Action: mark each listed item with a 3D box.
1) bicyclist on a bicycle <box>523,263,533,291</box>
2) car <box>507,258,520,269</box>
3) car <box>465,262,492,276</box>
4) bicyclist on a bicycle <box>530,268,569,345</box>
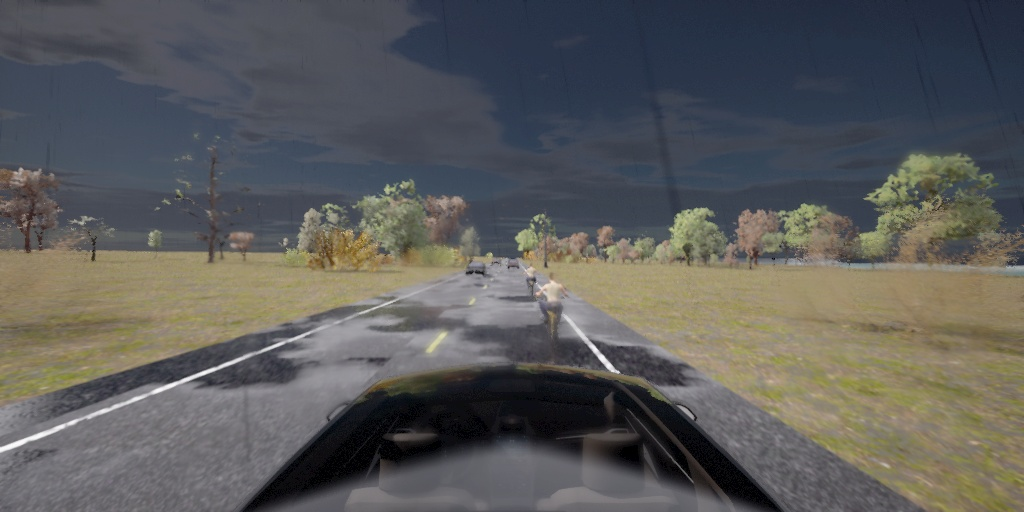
[{"bbox_3d":[1.003,1.181,18.545,0.866,1.612,1.509,0,0,0],"label":"bicyclist on a bicycle"},{"bbox_3d":[0.203,1.277,56.846,2.033,1.411,5.357,0,0,0],"label":"car"},{"bbox_3d":[-3.528,1.285,36.427,2.033,1.411,5.357,0,0,0],"label":"car"},{"bbox_3d":[0.963,1.184,8.529,0.866,1.612,1.509,0,0,0],"label":"bicyclist on a bicycle"}]
